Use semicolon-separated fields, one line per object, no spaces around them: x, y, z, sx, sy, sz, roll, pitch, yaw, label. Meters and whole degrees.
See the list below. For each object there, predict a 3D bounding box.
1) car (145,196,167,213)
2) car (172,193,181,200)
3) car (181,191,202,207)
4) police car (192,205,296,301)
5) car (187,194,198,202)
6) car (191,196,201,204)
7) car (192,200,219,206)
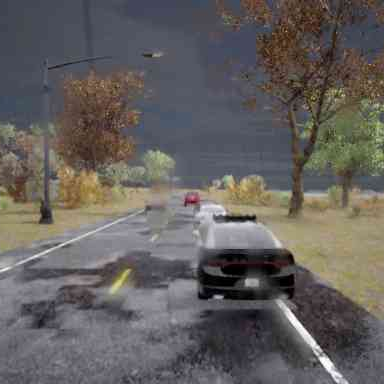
-3.558;1.222;33.477;1.882;1.535;5.008;0;0;0;car
-3.372;0.934;74.346;1.812;1.442;4.674;0;0;0;car
0.094;0.879;44.906;2.150;2.045;5.566;0;1;1;car
1.048;1.362;8.395;1.930;1.638;5.238;0;0;0;police car
0.095;1.063;59.692;1.812;1.442;4.674;0;0;0;car
1.069;1.321;24.279;1.837;1.490;4.892;0;0;0;car
1.056;1.387;18.280;1.812;1.442;4.674;0;0;0;car
